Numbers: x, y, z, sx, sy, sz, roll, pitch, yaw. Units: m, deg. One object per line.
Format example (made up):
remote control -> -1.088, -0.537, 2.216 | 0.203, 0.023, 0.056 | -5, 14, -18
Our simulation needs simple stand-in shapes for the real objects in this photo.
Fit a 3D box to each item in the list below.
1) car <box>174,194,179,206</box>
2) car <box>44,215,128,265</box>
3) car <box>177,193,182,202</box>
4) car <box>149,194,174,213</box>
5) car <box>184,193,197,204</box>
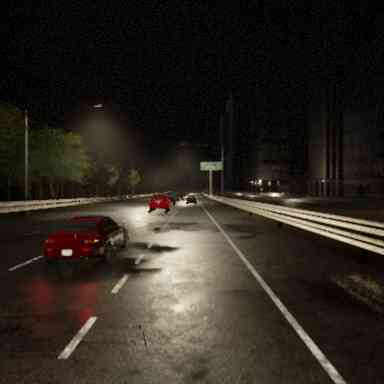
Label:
car -> -3.652, 1.510, 55.636 | 1.837, 1.490, 4.892 | 0, 0, 0
car -> -3.505, 1.528, 11.626 | 1.812, 1.442, 4.674 | 0, 0, 0
car -> -3.742, 1.542, 73.661 | 1.994, 1.385, 4.181 | 0, 0, 0
car -> -3.567, 1.230, 37.673 | 2.150, 2.045, 5.566 | 0, 0, 0
car -> -0.096, 1.476, 64.294 | 1.882, 1.535, 5.008 | 0, 0, 0
